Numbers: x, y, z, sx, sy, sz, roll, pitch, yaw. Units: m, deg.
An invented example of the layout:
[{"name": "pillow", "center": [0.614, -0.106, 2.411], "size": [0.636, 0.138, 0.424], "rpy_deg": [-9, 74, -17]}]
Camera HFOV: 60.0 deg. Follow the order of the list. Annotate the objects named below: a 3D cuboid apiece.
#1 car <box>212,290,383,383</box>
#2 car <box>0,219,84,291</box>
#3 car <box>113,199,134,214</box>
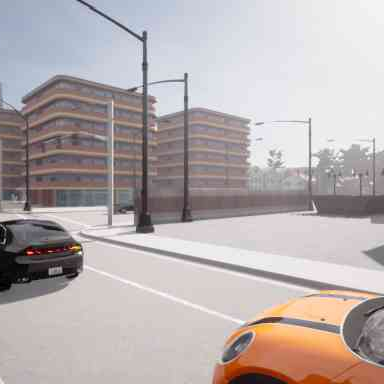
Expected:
[{"name": "car", "center": [2.331, 1.352, 2.292], "size": [4.553, 1.767, 2.097], "rpy_deg": [0, 0, 40]}, {"name": "car", "center": [-4.696, 1.505, 9.148], "size": [1.837, 1.490, 4.892], "rpy_deg": [0, 0, -43]}, {"name": "car", "center": [-6.353, 1.491, 34.956], "size": [4.902, 1.511, 2.128], "rpy_deg": [0, 0, -44]}]
